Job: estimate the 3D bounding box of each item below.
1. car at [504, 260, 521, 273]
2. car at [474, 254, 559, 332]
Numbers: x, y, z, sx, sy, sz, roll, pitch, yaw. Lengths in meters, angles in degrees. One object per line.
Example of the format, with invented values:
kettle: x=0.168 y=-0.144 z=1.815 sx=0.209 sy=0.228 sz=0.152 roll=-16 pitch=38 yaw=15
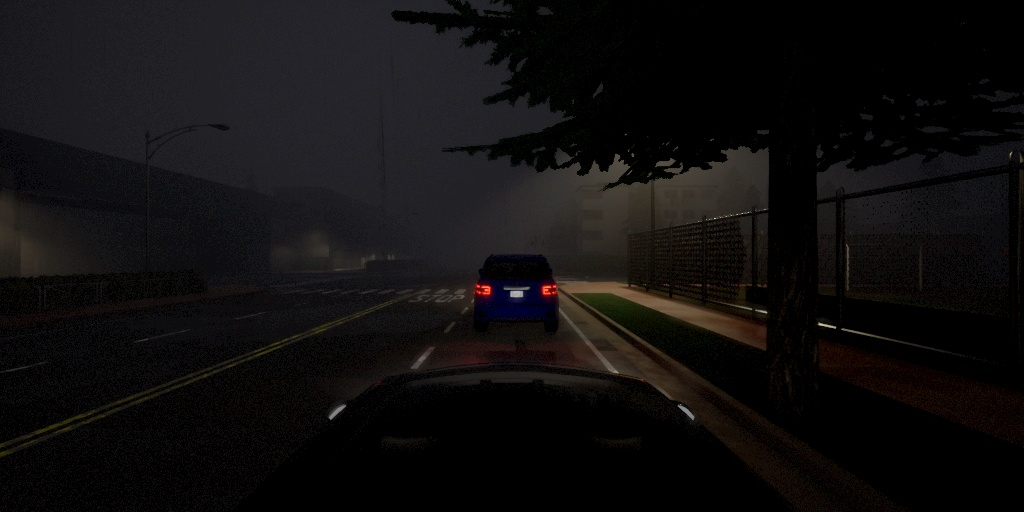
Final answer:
car: x=0.023 y=1.242 z=45.782 sx=2.128 sy=1.511 sz=4.902 roll=0 pitch=0 yaw=0
car: x=0.115 y=0.972 z=10.977 sx=2.150 sy=2.045 sz=5.566 roll=0 pitch=0 yaw=0
